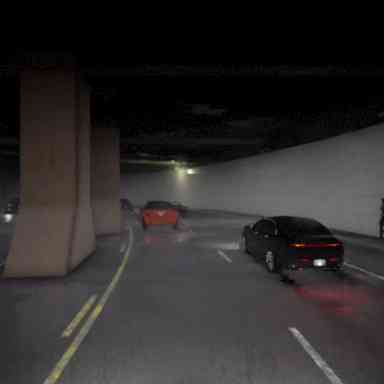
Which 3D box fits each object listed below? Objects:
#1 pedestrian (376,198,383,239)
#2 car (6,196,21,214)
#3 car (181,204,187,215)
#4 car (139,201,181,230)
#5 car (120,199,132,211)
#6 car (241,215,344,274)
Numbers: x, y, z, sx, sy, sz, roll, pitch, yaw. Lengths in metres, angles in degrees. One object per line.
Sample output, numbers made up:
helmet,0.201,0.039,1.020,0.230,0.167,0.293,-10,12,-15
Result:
pedestrian,8.393,1.137,14.476,0.375,1.860,0.375,0,0,-8
car,-18.846,1.358,36.092,2.097,1.767,4.553,0,0,-27
car,-2.097,1.600,32.861,1.895,1.301,4.718,0,0,-19
car,-2.284,1.334,21.566,2.097,1.767,4.553,0,0,-12
car,-8.390,1.507,39.354,1.812,1.442,4.674,0,0,-25
car,2.916,1.503,10.663,1.837,1.490,4.892,0,0,-6
